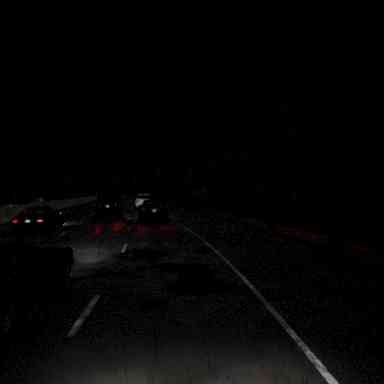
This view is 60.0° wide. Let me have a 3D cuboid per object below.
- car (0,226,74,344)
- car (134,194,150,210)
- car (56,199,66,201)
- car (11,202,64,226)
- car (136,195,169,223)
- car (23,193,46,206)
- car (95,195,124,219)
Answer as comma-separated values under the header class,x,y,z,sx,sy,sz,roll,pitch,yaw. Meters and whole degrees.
class,x,y,z,sx,sy,sz,roll,pitch,yaw
car,-3.766,1.611,6.289,1.895,1.301,4.718,0,0,-4
car,-6.197,1.238,42.490,2.150,2.045,5.566,0,0,-11
car,-24.239,1.624,61.877,1.994,1.385,4.181,0,0,-10
car,-9.072,1.572,19.910,2.033,1.411,5.357,0,0,-10
car,-3.014,1.360,25.459,2.097,1.767,4.553,0,0,-10
car,-26.886,1.292,56.988,2.150,2.045,5.566,0,0,-10
car,-7.266,1.241,29.369,2.150,2.045,5.566,0,0,-10
